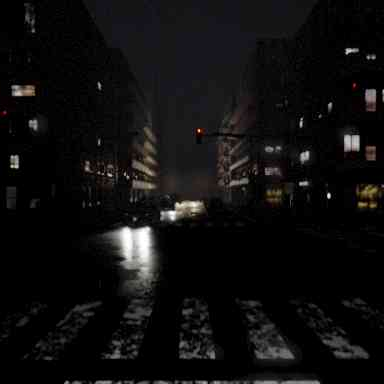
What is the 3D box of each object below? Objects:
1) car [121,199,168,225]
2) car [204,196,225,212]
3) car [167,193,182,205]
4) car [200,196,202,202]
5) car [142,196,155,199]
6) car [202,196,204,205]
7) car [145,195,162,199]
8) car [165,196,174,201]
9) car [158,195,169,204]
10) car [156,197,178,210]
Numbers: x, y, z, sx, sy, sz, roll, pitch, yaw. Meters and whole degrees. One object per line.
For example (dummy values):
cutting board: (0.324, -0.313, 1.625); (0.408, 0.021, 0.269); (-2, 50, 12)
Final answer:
car: (-3.446, 1.499, 24.009); (2.128, 1.511, 4.902); (0, 0, 6)
car: (2.703, 1.454, 38.035); (1.967, 1.590, 4.097); (0, 0, 0)
car: (-3.016, 1.252, 61.125); (2.150, 2.045, 5.566); (0, 0, 1)
car: (2.709, 1.606, 55.082); (1.802, 1.307, 4.206); (0, 0, 0)
car: (-5.677, 1.539, 37.866); (1.752, 1.417, 4.829); (0, 0, 0)
car: (2.705, 1.457, 43.717); (1.967, 1.590, 4.097); (0, 0, 0)
car: (-5.676, 1.332, 43.718); (2.192, 1.841, 5.009); (0, 0, 0)
car: (-5.661, 1.601, 83.494); (2.008, 1.369, 4.403); (0, 0, 0)
car: (-5.667, 1.474, 66.449); (1.967, 1.590, 4.097); (0, 0, 0)
car: (-3.080, 1.617, 41.908); (1.895, 1.301, 4.718); (0, 0, 0)
